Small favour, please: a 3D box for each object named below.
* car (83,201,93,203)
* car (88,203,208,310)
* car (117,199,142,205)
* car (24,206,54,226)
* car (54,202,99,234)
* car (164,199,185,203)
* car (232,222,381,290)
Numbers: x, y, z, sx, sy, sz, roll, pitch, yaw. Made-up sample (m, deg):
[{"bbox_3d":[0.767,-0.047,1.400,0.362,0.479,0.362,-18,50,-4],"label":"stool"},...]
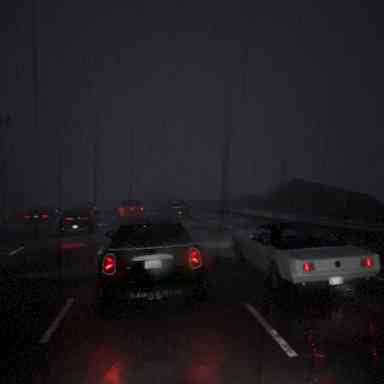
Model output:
[{"bbox_3d":[-11.599,1.775,37.420,2.033,1.411,5.357,-2,0,-18],"label":"car"},{"bbox_3d":[-1.020,1.340,8.180,2.097,1.767,4.553,-2,0,-8],"label":"car"},{"bbox_3d":[-5.247,1.384,28.162,2.097,1.767,4.553,-2,0,-15],"label":"car"},{"bbox_3d":[-12.006,1.858,26.605,2.033,1.411,5.357,-2,0,-15],"label":"car"},{"bbox_3d":[-6.940,1.652,20.533,1.837,1.490,4.892,-2,0,-13],"label":"car"},{"bbox_3d":[-1.546,1.378,27.882,2.128,1.511,4.902,-2,0,-15],"label":"car"},{"bbox_3d":[2.477,1.447,8.694,1.895,1.301,4.718,-2,0,-9],"label":"car"}]
